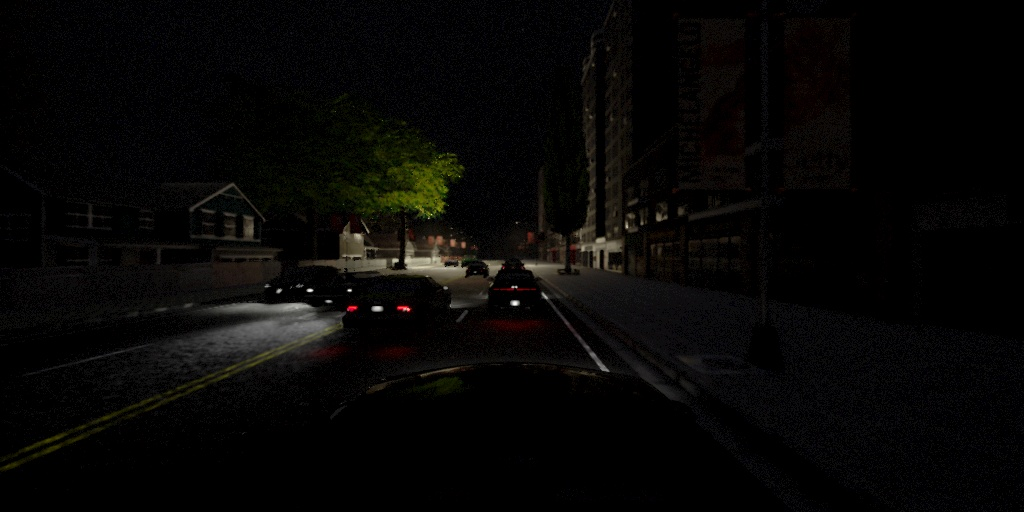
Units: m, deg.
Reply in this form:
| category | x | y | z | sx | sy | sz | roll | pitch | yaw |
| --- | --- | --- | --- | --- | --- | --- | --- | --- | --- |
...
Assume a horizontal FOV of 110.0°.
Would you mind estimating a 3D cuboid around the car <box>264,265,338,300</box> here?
| category | x | y | z | sx | sy | sz | roll | pitch | yaw |
| --- | --- | --- | --- | --- | --- | --- | --- | --- | --- |
| car | -9.855 | 1.224 | 17.592 | 1.837 | 1.490 | 4.892 | 0 | 0 | 0 |

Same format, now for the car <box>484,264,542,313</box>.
| category | x | y | z | sx | sy | sz | roll | pitch | yaw |
| --- | --- | --- | --- | --- | --- | --- | --- | --- | --- |
| car | 0.096 | 1.233 | 13.833 | 1.837 | 1.490 | 4.892 | 0 | 0 | 0 |

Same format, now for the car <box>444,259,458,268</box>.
| category | x | y | z | sx | sy | sz | roll | pitch | yaw |
| --- | --- | --- | --- | --- | --- | --- | --- | --- | --- |
| car | -9.818 | 1.207 | 58.258 | 1.895 | 1.301 | 4.718 | 0 | 0 | 1 |

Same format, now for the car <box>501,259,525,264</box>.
| category | x | y | z | sx | sy | sz | roll | pitch | yaw |
| --- | --- | --- | --- | --- | --- | --- | --- | --- | --- |
| car | 0.091 | 1.036 | 31.807 | 2.097 | 1.767 | 4.553 | 0 | 0 | 0 |

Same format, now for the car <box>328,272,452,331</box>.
| category | x | y | z | sx | sy | sz | roll | pitch | yaw |
| --- | --- | --- | --- | --- | --- | --- | --- | --- | --- |
| car | -3.152 | 1.281 | 10.901 | 2.033 | 1.411 | 5.357 | 0 | 0 | 0 |

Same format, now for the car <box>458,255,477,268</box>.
| category | x | y | z | sx | sy | sz | roll | pitch | yaw |
| --- | --- | --- | --- | --- | --- | --- | --- | --- | --- |
| car | -6.581 | 0.835 | 55.728 | 2.150 | 2.045 | 5.566 | 0 | 0 | 0 |

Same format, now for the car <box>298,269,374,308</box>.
| category | x | y | z | sx | sy | sz | roll | pitch | yaw |
| --- | --- | --- | --- | --- | --- | --- | --- | --- | --- |
| car | -6.605 | 1.326 | 15.137 | 1.895 | 1.301 | 4.718 | 0 | 0 | 0 |

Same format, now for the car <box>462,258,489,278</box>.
| category | x | y | z | sx | sy | sz | roll | pitch | yaw |
| --- | --- | --- | --- | --- | --- | --- | --- | --- | --- |
| car | -3.160 | 1.206 | 33.143 | 1.812 | 1.442 | 4.674 | 0 | 0 | 0 |
